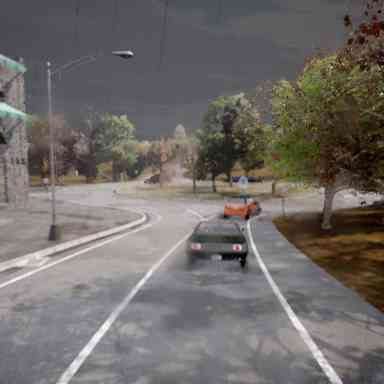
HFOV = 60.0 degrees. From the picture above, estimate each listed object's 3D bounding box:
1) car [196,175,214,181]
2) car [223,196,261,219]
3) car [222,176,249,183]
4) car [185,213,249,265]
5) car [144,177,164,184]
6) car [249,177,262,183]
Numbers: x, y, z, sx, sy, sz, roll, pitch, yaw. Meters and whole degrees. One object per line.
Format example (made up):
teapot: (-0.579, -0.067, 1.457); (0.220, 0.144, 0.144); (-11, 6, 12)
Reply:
car: (2.948, -3.337, 78.617); (4.902, 1.511, 2.128); (5, 7, 44)
car: (4.225, 1.078, 27.504); (2.097, 1.767, 4.553); (2, 5, 25)
car: (8.907, -2.667, 70.819); (5.008, 1.535, 1.882); (1, 5, 13)
car: (0.945, 1.648, 11.952); (1.895, 1.301, 4.718); (1, 0, 6)
car: (-7.719, -2.306, 67.604); (4.181, 1.385, 1.994); (-4, 7, -36)
car: (12.897, -2.725, 72.754); (4.718, 1.301, 1.895); (2, 6, 23)
